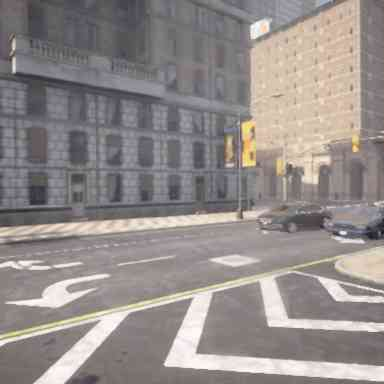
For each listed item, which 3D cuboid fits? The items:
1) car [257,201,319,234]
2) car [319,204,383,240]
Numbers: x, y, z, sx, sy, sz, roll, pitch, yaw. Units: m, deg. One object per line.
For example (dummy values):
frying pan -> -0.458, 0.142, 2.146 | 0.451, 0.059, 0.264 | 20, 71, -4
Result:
car -> 5.583, 1.292, 17.864 | 4.892, 1.490, 1.837 | 0, 0, -36
car -> 8.610, 1.314, 15.720 | 5.357, 1.411, 2.033 | -1, 1, -35
